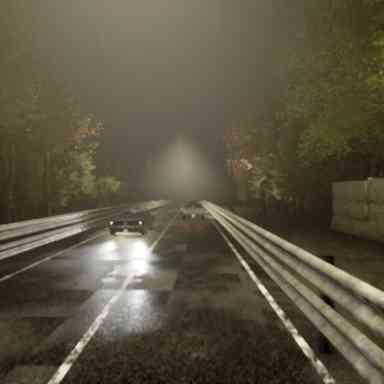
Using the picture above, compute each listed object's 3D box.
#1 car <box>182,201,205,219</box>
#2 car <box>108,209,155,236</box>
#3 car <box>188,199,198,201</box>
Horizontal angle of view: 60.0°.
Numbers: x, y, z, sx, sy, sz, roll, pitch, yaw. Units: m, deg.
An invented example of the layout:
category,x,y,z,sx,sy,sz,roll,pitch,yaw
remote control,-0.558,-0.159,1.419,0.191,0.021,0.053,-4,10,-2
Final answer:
category,x,y,z,sx,sy,sz,roll,pitch,yaw
car,0.129,1.707,29.917,1.895,1.301,4.718,0,-1,0
car,-3.251,1.625,18.628,1.895,1.301,4.718,0,0,1
car,0.150,1.851,48.400,1.837,1.490,4.892,0,-2,0
